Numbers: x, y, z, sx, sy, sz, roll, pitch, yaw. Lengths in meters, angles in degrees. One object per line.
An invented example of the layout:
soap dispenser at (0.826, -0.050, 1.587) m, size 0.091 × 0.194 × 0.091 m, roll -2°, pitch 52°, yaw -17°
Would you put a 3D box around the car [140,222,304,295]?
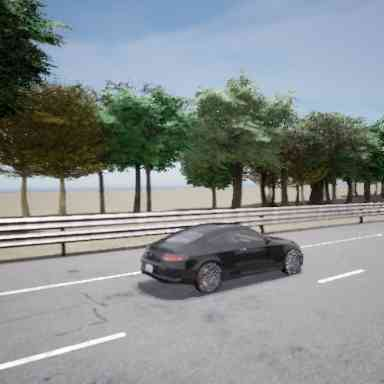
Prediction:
car at (0.924, 1.520, 8.711) m, size 4.674 × 1.442 × 1.812 m, roll 0°, pitch 0°, yaw -35°
